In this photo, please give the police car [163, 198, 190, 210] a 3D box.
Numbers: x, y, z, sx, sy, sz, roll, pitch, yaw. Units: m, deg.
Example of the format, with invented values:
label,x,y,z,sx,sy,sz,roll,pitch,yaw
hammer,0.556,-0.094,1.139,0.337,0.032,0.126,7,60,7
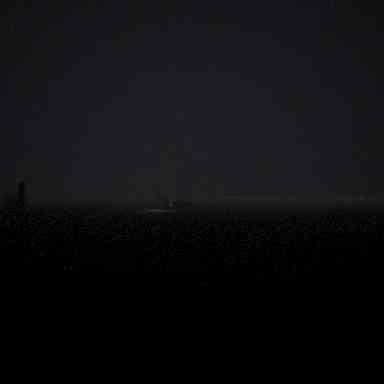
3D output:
label,x,y,z,sx,sy,sz,roll,pitch,yaw
police car,-2.307,1.738,49.208,1.930,1.638,5.238,0,-1,35
